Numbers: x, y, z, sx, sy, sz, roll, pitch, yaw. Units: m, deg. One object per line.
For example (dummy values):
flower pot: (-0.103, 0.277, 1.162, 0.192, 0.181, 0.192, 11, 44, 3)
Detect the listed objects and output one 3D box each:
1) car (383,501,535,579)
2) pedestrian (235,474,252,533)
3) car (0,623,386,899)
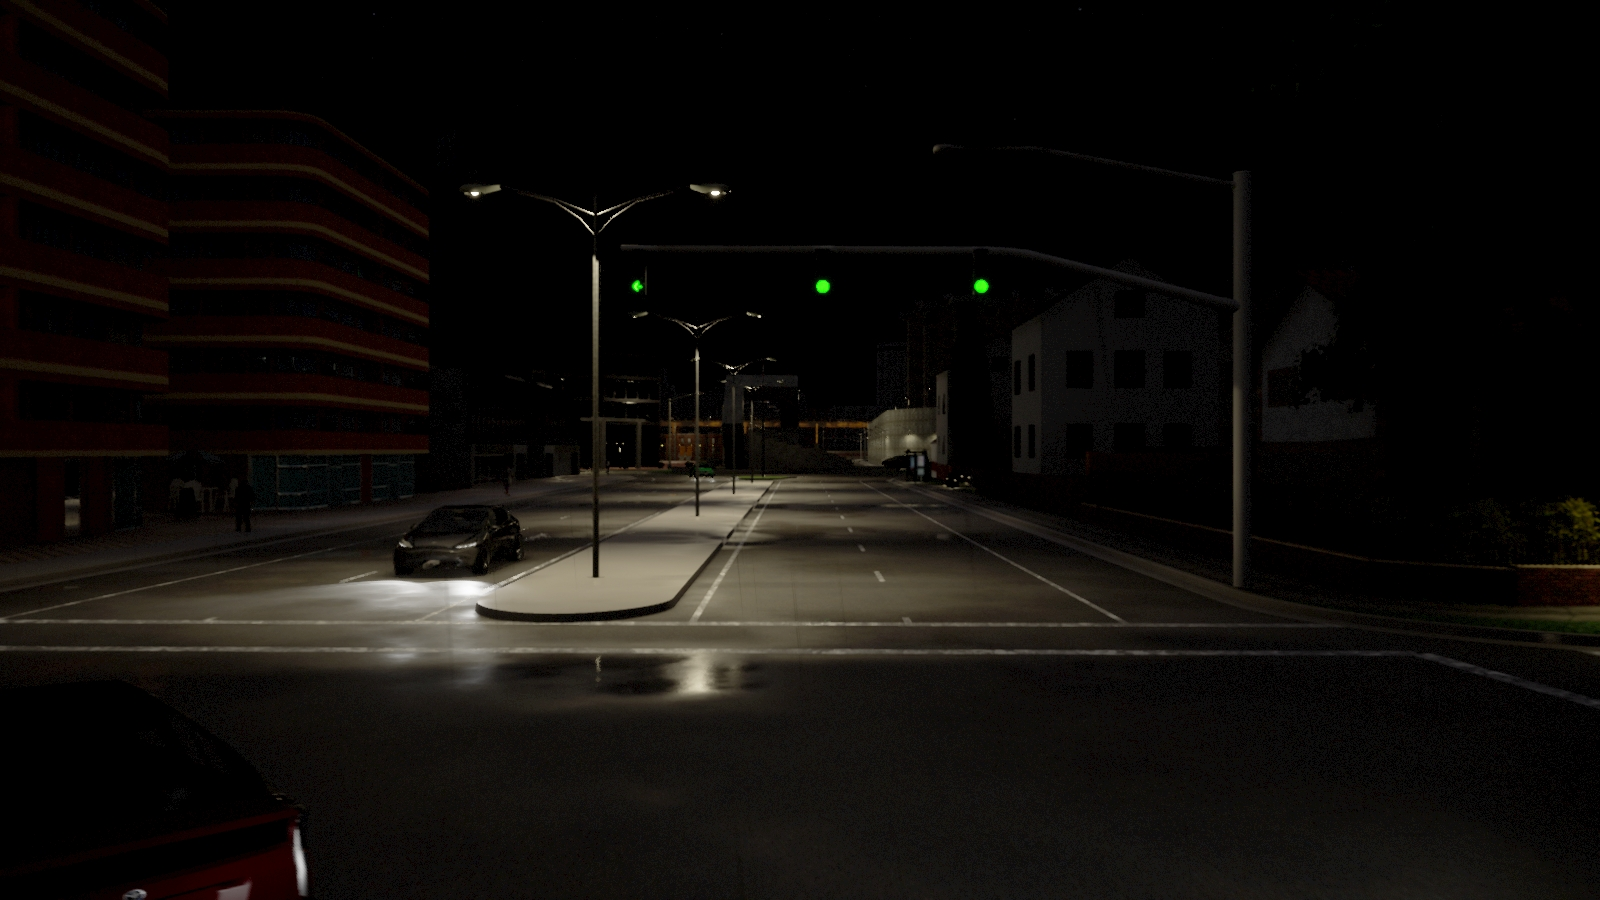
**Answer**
car: (-7.960, 2.064, 27.201, 2.163, 1.488, 4.792, 0, 0, 0)
pedestrian: (-17.645, 1.697, 36.226, 0.375, 1.860, 0.375, 0, 0, -5)
car: (-4.213, 2.040, 6.157, 2.007, 1.525, 4.514, 0, 0, -45)
